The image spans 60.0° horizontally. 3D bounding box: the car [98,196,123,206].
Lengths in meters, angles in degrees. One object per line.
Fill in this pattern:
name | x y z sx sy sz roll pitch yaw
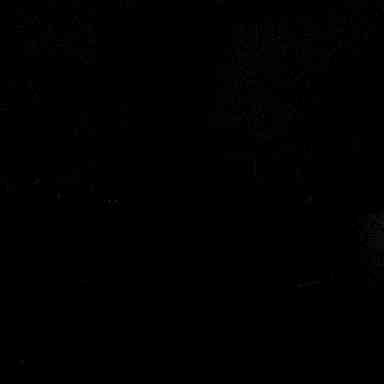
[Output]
car | -13.184 1.438 52.237 1.837 1.490 4.892 0 0 -38
